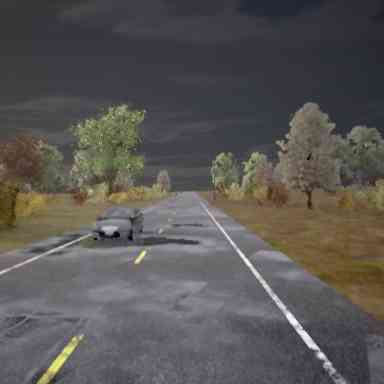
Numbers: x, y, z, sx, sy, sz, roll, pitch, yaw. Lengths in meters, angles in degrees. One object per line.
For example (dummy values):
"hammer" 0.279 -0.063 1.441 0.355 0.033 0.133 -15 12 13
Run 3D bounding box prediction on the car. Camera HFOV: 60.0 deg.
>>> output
"car" -3.498 1.447 16.489 2.128 1.511 4.902 0 0 0
